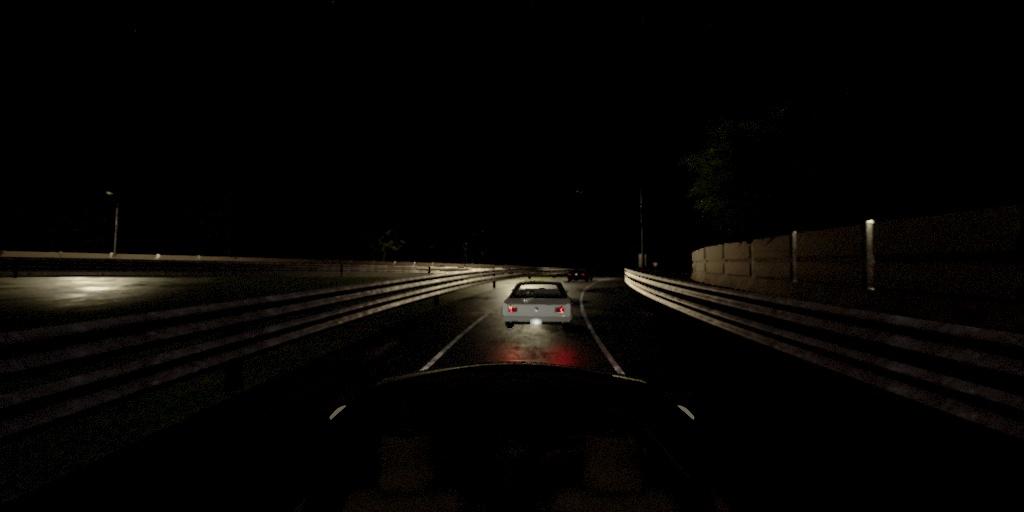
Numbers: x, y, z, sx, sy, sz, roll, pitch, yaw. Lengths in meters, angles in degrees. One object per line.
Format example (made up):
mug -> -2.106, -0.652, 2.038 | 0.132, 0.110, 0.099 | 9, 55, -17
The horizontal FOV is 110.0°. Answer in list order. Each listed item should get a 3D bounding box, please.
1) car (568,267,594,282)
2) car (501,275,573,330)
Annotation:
car -> 6.675, 1.779, 34.749 | 2.033, 1.411, 5.357 | -1, -2, 20
car -> 0.911, 1.456, 11.577 | 1.895, 1.301, 4.718 | 0, -1, 7
